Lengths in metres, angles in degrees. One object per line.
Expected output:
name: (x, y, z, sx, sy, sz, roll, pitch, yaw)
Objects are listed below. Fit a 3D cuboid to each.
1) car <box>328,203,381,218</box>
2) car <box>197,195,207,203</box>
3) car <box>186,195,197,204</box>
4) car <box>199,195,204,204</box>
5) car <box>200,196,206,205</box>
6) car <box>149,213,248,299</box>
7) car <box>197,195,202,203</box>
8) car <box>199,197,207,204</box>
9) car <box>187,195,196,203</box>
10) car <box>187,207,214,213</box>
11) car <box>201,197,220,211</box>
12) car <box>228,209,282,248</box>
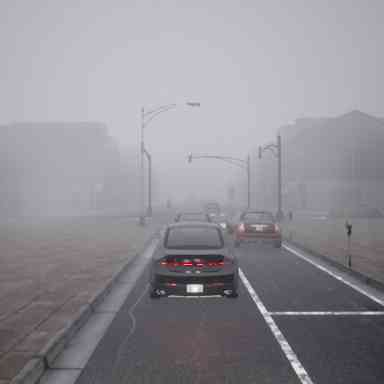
car: (14.484, 1.630, 29.740, 4.181, 1.385, 1.994, 0, -2, 0)
car: (2.445, 1.735, 79.692, 2.192, 1.841, 5.009, 1, -1, 0)
car: (-0.180, 1.570, 72.172, 2.150, 2.045, 5.566, 0, -1, 0)
car: (2.514, 1.702, 52.671, 1.752, 1.417, 4.829, 1, 0, 0)
car: (2.528, 1.705, 47.064, 1.947, 1.339, 4.313, 1, 0, 0)
car: (0.017, 1.512, 8.484, 1.837, 1.490, 4.892, 0, 0, -1)
car: (2.484, 1.830, 63.376, 1.947, 1.339, 4.313, 1, -1, 0)
car: (2.455, 1.892, 74.421, 1.752, 1.417, 4.829, 1, -1, 0)
car: (-0.221, 1.676, 82.581, 2.150, 2.045, 5.566, 0, -1, 0)
car: (0.050, 1.619, 15.959, 1.895, 1.301, 4.718, 0, 0, 0)
car: (2.543, 1.672, 41.627, 1.947, 1.339, 4.313, 1, 0, 0)
car: (2.621, 1.457, 14.881, 1.967, 1.590, 4.097, 2, 0, 0)
